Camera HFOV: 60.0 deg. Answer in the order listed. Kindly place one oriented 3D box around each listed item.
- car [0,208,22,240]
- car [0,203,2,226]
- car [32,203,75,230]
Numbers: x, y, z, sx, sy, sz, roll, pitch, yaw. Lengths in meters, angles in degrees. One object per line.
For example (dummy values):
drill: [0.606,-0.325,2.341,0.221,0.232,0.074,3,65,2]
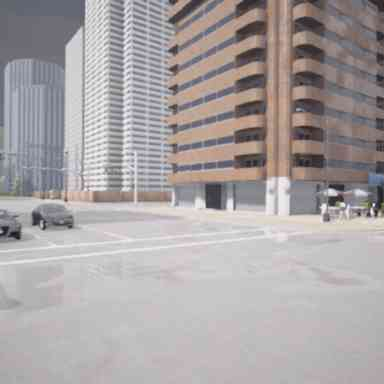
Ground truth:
car: [-9.666,1.576,16.341,1.994,1.385,4.181,0,0,-35]
car: [-14.712,1.498,23.466,1.837,1.490,4.892,0,0,-35]
car: [-9.062,1.532,21.542,1.837,1.490,4.892,0,0,-35]
